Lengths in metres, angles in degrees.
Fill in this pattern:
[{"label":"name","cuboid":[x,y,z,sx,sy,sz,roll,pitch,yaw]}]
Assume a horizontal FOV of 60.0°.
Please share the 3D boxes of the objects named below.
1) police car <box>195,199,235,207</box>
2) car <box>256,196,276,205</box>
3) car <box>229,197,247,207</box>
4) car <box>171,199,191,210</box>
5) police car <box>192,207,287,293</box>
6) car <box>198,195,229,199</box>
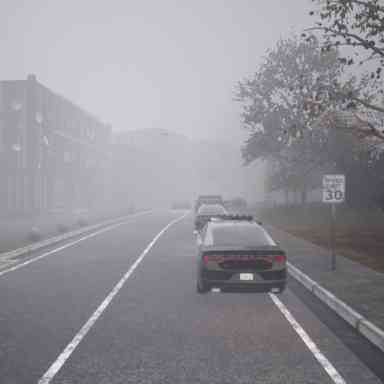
[{"label":"police car","cuboid":[1.101,1.429,18.924,1.930,1.638,5.238,0,0,1]},{"label":"car","cuboid":[12.258,1.308,55.313,1.812,1.442,4.674,-1,1,40]},{"label":"car","cuboid":[5.936,1.406,45.032,1.882,1.535,5.008,0,0,28]},{"label":"car","cuboid":[-1.320,1.559,41.965,1.994,1.385,4.181,0,0,10]},{"label":"police car","cuboid":[1.050,1.428,8.987,1.930,1.638,5.238,0,0,0]},{"label":"car","cuboid":[1.387,1.226,24.672,2.150,2.045,5.566,0,0,5]}]
